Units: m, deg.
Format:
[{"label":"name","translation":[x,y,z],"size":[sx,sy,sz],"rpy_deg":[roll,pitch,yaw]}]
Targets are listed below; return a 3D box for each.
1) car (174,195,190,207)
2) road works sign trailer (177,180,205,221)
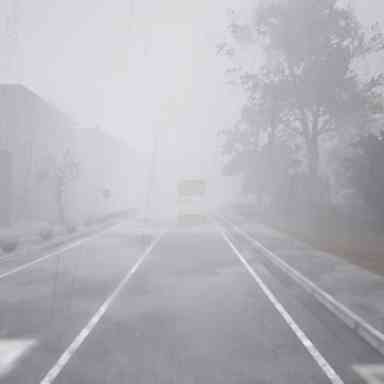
[{"label":"car","translation":[-1.716,1.631,60.334],"size":[2.150,2.045,5.566],"rpy_deg":[0,0,8]},{"label":"road works sign trailer","translation":[-0.010,0.681,29.948],"size":[2.380,3.560,2.880],"rpy_deg":[0,0,0]}]
